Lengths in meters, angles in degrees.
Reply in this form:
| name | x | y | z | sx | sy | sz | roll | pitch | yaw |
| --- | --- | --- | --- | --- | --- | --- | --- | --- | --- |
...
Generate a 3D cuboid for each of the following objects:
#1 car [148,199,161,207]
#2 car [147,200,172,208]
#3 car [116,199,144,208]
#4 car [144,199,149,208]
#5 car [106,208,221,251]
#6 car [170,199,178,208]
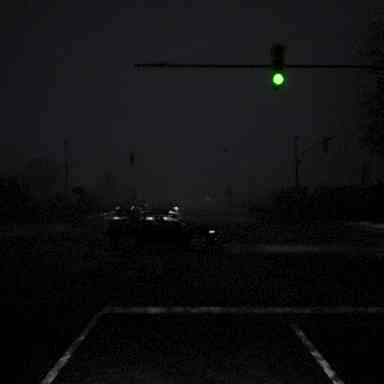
| name | x | y | z | sx | sy | sz | roll | pitch | yaw |
| --- | --- | --- | --- | --- | --- | --- | --- | --- | --- |
| car | -7.006 | 2.137 | 63.006 | 1.994 | 1.385 | 4.181 | 0 | -1 | 1 |
| car | -3.578 | 1.865 | 37.135 | 1.812 | 1.442 | 4.674 | 0 | 0 | -1 |
| car | -7.085 | 1.691 | 37.132 | 2.097 | 1.767 | 4.553 | 0 | -1 | 0 |
| car | -7.076 | 1.789 | 47.927 | 2.097 | 1.767 | 4.553 | 0 | -1 | 0 |
| car | -1.215 | 1.624 | 14.371 | 4.902 | 1.511 | 2.128 | 0 | -1 | 3 |
| car | -3.576 | 1.932 | 48.426 | 2.128 | 1.511 | 4.902 | 0 | 0 | 0 |
